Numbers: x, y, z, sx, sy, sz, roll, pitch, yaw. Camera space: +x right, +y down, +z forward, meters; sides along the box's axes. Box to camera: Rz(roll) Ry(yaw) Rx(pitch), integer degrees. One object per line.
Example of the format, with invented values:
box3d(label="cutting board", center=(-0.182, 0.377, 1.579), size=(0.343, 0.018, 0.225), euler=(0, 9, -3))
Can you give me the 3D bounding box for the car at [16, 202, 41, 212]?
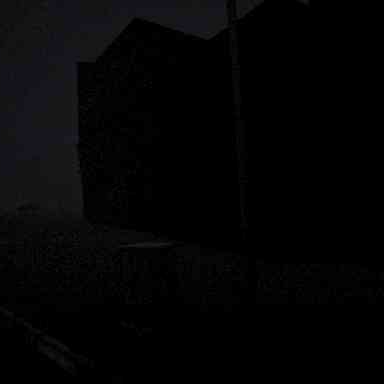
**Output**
box3d(label="car", center=(-26.858, 2.438, 54.768), size=(1.882, 1.535, 5.008), euler=(-4, -1, 3))
